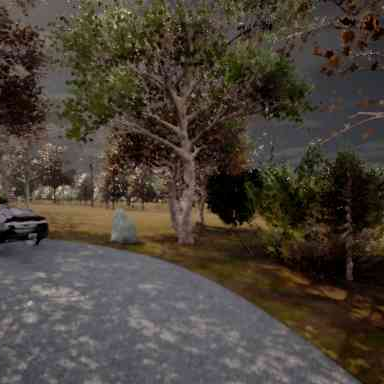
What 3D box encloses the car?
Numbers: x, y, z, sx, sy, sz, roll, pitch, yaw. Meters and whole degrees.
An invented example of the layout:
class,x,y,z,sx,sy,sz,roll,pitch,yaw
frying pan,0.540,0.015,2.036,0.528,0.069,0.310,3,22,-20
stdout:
class,x,y,z,sx,sy,sz,roll,pitch,yaw
car,-7.356,1.201,11.993,4.902,1.511,2.128,0,-1,27
